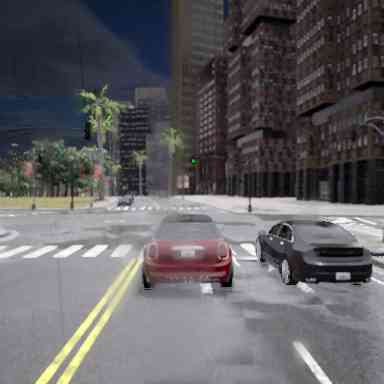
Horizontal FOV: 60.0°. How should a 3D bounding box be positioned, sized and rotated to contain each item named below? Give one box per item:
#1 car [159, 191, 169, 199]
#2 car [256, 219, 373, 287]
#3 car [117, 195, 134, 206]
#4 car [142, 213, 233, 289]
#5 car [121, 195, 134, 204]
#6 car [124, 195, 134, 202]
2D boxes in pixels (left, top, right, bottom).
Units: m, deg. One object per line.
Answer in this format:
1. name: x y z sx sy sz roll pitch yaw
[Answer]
1. car: -7.678 0.765 91.093 2.150 2.045 5.566 0 1 -13
2. car: 3.141 1.544 9.475 1.837 1.490 4.892 0 0 -2
3. car: -10.179 1.447 50.519 1.994 1.385 4.181 0 0 -8
4. car: -0.136 1.392 9.471 2.097 1.767 4.553 0 0 -1
5. car: -11.538 1.295 60.114 2.128 1.511 4.902 0 0 -8
6. car: -13.169 1.270 70.001 1.994 1.385 4.181 0 0 -11
